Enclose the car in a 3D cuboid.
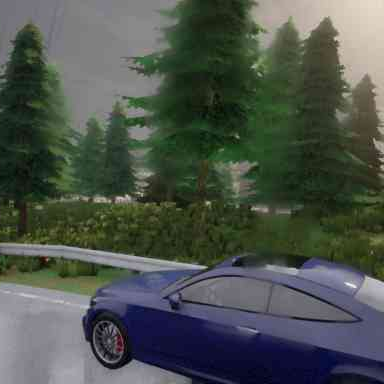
[{"bbox_3d":[0.743,1.499,4.106,4.674,1.442,1.812,1,1,31],"label":"car"}]
